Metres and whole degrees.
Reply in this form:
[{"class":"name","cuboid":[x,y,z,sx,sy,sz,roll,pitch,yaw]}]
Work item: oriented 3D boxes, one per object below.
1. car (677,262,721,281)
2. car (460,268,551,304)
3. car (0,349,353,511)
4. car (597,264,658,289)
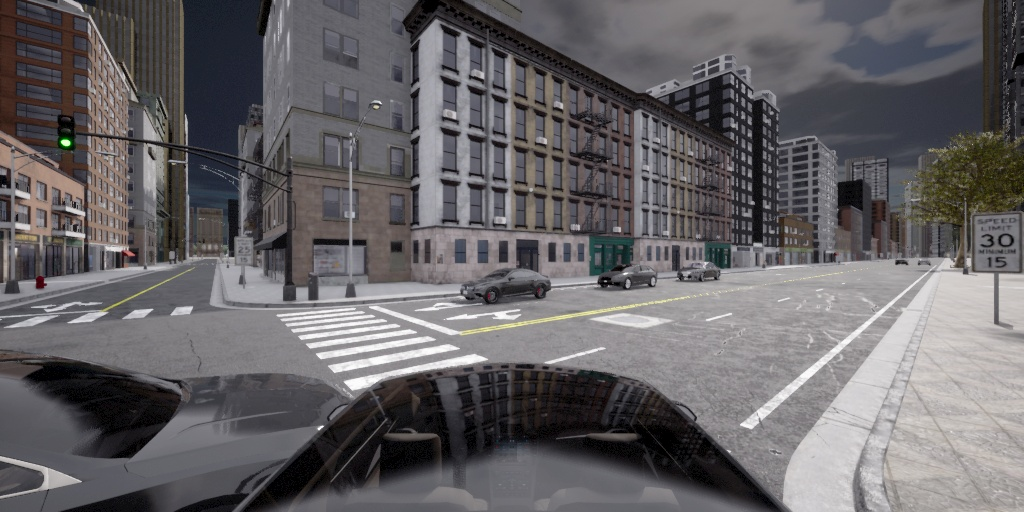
[{"class":"car","cuboid":[15.420,1.234,29.482,4.902,1.511,2.128,0,0,-39]},{"class":"car","cuboid":[-0.176,1.285,16.658,4.674,1.442,1.812,0,0,-39]},{"class":"car","cuboid":[-3.237,1.257,1.661,4.892,1.490,1.837,0,0,-35]},{"class":"car","cuboid":[7.464,1.256,22.946,4.892,1.490,1.837,0,0,-39]}]
